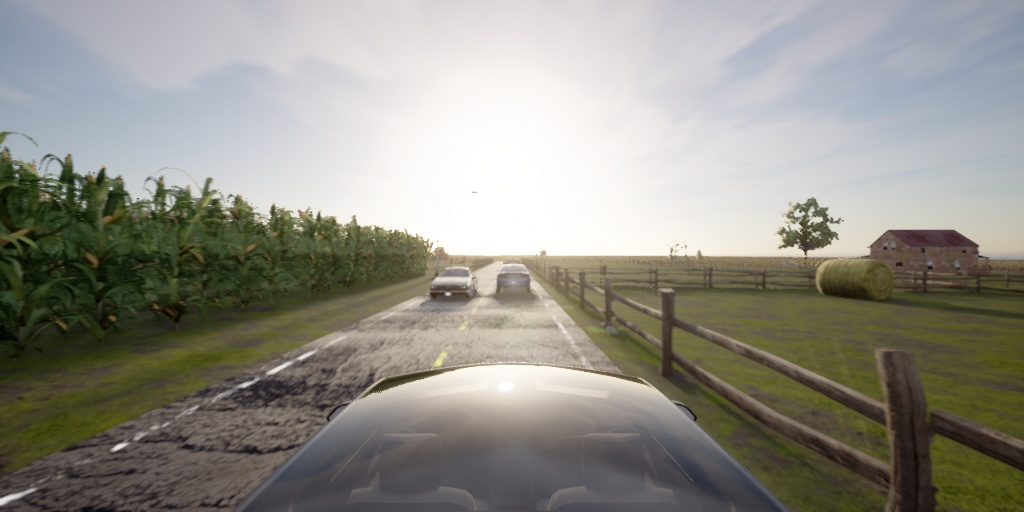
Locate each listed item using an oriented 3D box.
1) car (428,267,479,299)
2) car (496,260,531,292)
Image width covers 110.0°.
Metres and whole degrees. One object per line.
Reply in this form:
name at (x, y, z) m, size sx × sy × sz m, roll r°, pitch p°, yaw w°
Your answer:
car at (-2.774, 1.276, 18.279) m, size 2.033 × 1.411 × 5.357 m, roll 0°, pitch 0°, yaw 0°
car at (0.084, 1.202, 21.031) m, size 1.882 × 1.535 × 5.008 m, roll 0°, pitch 0°, yaw 0°
